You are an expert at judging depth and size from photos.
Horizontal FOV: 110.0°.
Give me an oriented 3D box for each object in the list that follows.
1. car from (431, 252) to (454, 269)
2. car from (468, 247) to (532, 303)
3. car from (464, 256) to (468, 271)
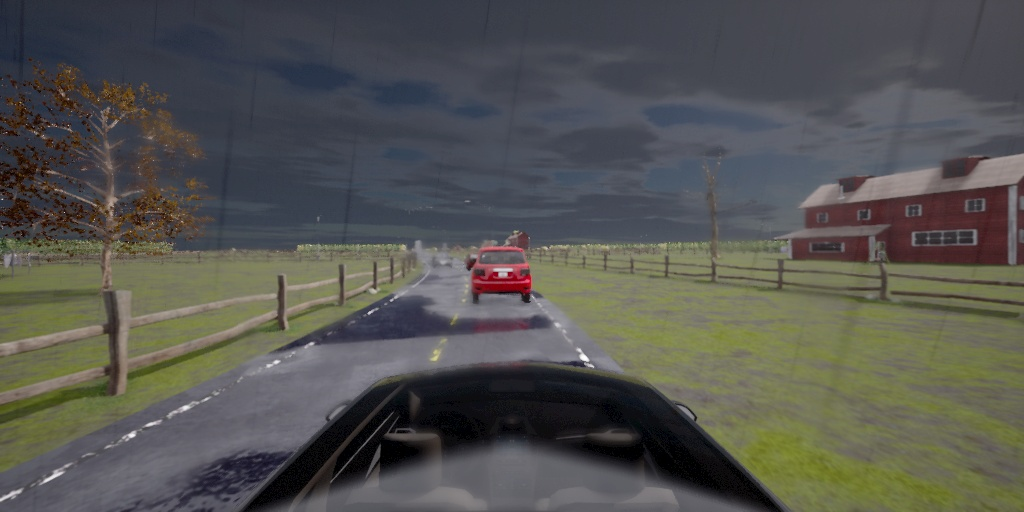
[{"bbox_3d":[-6.875,0.406,35.334,2.128,1.511,4.902,0,1,-14],"label":"car"},{"bbox_3d":[-0.538,0.648,14.778,2.150,2.045,5.566,0,2,-5],"label":"car"},{"bbox_3d":[-3.250,0.471,32.574,1.882,1.535,5.008,0,1,-12],"label":"car"}]
